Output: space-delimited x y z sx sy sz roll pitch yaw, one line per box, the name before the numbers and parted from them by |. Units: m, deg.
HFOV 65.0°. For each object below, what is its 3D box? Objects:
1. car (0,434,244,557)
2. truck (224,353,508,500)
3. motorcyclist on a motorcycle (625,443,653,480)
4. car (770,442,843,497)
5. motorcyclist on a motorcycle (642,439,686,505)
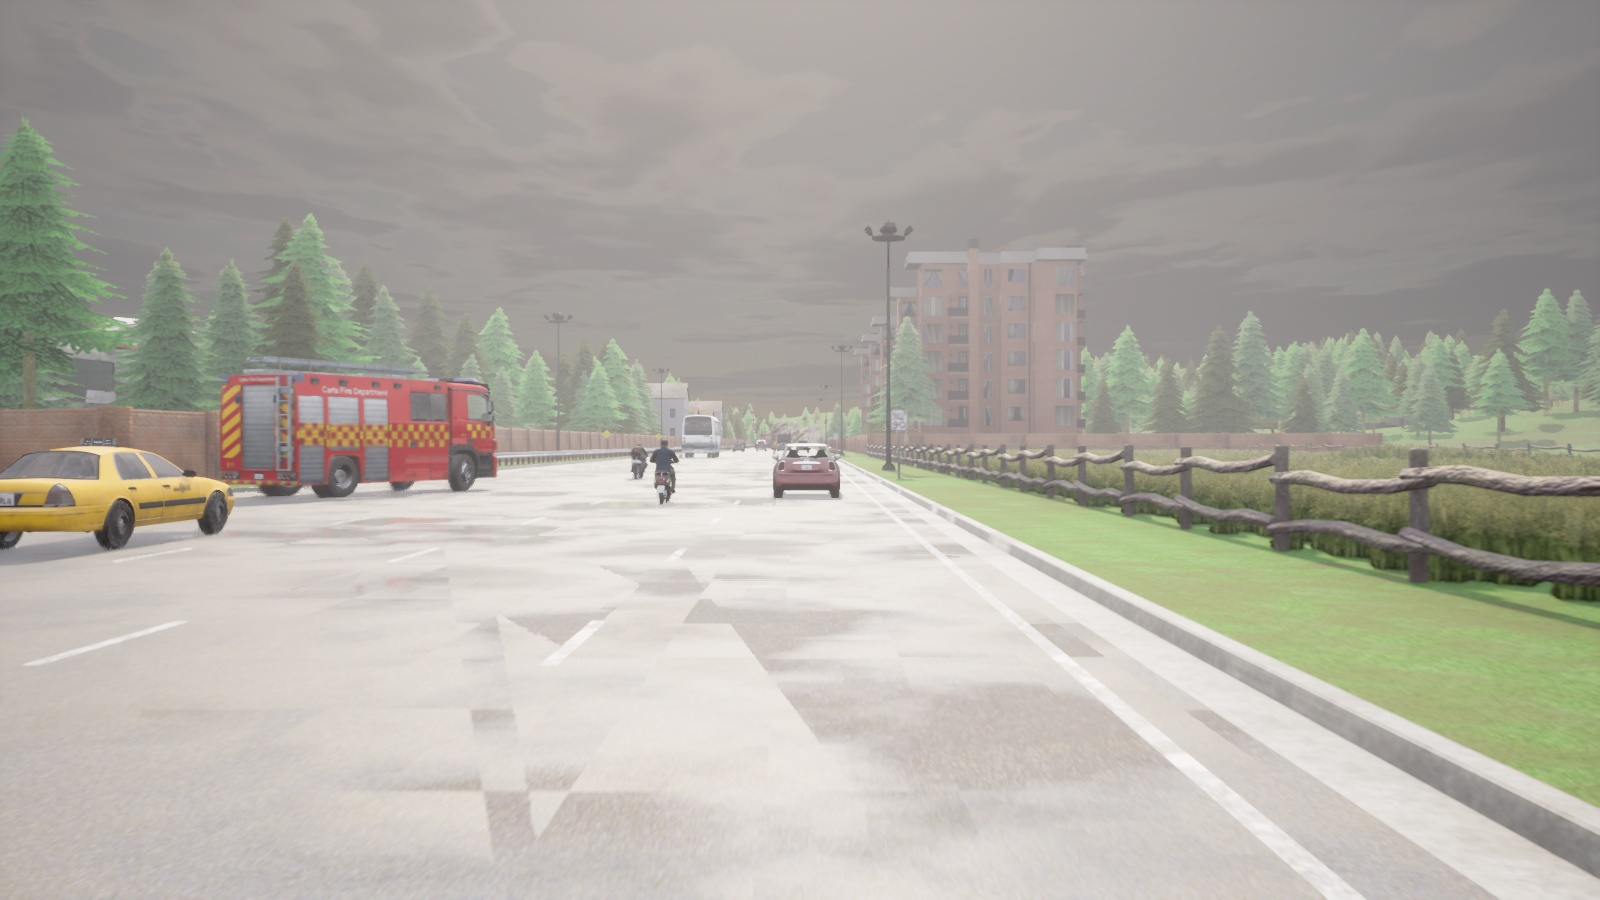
car | -10.391 0.572 18.743 1.801 1.575 5.366 0 0 0
truck | -12.517 -0.638 37.261 2.891 3.827 8.468 0 0 25
motorcyclist on a motorcycle | -6.724 0.479 52.612 0.866 1.530 2.191 0 0 0
car | 0.193 0.510 35.795 1.970 1.475 3.806 0 0 0
motorcyclist on a motorcycle | -3.331 0.523 30.952 0.866 1.590 1.817 0 0 0
